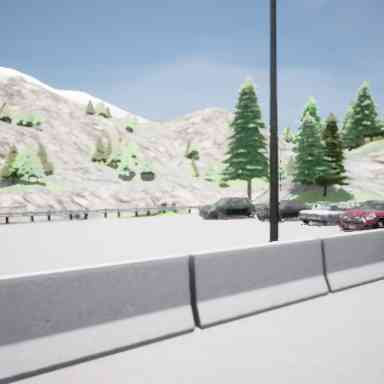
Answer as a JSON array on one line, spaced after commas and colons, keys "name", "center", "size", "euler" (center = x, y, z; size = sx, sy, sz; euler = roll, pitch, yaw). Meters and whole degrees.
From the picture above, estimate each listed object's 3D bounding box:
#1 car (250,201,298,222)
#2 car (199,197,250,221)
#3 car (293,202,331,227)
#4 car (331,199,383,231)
[{"name": "car", "center": [6.869, 1.368, 24.348], "size": [4.674, 1.442, 1.812], "euler": [0, 0, -28]}, {"name": "car", "center": [2.806, 1.210, 26.088], "size": [4.553, 1.767, 2.097], "euler": [0, 0, -29]}, {"name": "car", "center": [9.206, 1.442, 21.657], "size": [4.718, 1.301, 1.895], "euler": [0, 0, -28]}, {"name": "car", "center": [10.198, 1.204, 18.177], "size": [4.553, 1.767, 2.097], "euler": [0, 0, -28]}]
